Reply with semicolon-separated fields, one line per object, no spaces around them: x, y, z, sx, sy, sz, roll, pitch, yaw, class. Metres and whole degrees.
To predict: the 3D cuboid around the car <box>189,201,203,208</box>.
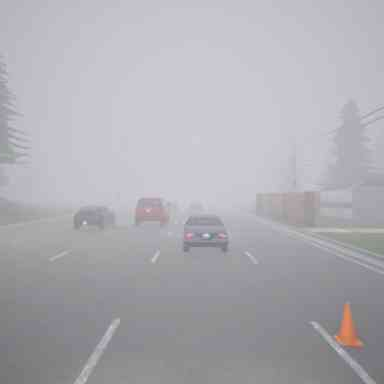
0.612;1.978;48.695;1.812;1.442;4.674;1;-1;0;car

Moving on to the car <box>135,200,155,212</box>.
-6.394;1.900;45.856;2.033;1.411;5.357;1;-1;0;car

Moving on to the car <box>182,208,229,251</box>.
0.541;1.690;14.860;2.033;1.411;5.357;1;-1;0;car

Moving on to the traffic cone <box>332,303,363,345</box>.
2.431;2.030;5.201;0.340;0.580;0.340;1;-1;0;traffic cone

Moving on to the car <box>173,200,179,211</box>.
-2.891;1.901;48.114;2.128;1.511;4.902;1;-1;0;car

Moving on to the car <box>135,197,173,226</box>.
-2.934;1.422;25.256;2.150;2.045;5.566;1;-1;0;car

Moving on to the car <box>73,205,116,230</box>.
-6.442;1.643;22.437;1.837;1.490;4.892;1;-1;0;car
